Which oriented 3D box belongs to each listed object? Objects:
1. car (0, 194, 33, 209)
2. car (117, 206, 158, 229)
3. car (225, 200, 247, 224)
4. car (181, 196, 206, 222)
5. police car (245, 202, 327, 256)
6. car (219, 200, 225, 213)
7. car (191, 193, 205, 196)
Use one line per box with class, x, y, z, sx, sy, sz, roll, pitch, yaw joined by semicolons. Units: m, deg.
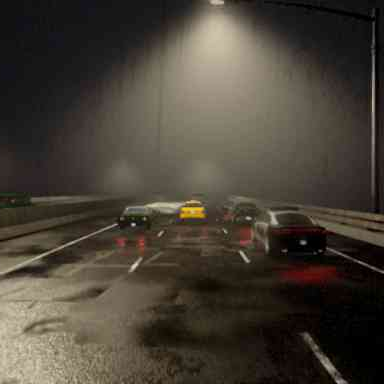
car;-13.913;1.146;24.642;2.150;2.045;5.566;0;0;1
car;-3.262;1.537;20.939;1.895;1.301;4.718;0;0;1
car;3.672;1.434;23.937;1.837;1.490;4.892;0;0;1
car;0.115;1.381;25.442;1.801;1.575;5.366;0;0;1
police car;3.552;1.385;13.125;1.930;1.638;5.238;0;0;0
car;3.862;1.508;34.889;1.895;1.301;4.718;0;0;1
car;1.045;1.107;56.749;2.150;2.045;5.566;0;0;2
